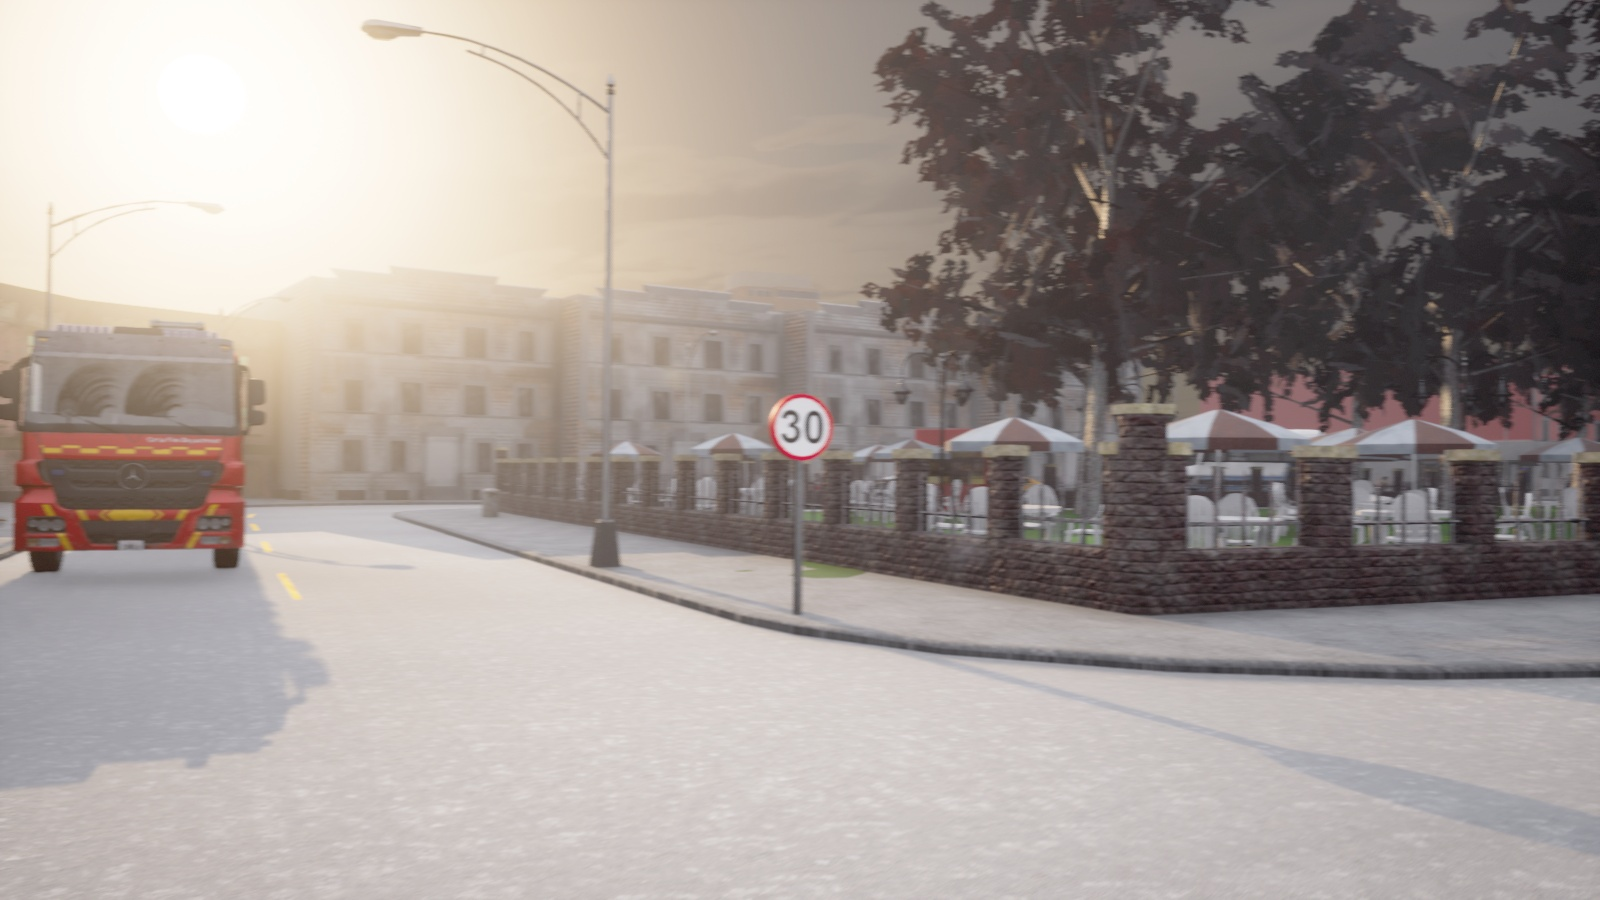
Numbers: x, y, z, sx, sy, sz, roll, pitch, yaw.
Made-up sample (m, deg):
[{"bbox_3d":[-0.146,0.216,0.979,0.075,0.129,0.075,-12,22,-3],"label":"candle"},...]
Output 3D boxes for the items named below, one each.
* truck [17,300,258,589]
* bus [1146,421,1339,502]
[{"bbox_3d":[-10.734,0.001,21.073,2.891,3.827,8.468,1,-1,-24],"label":"truck"},{"bbox_3d":[24.665,0.669,69.945,10.273,4.253,3.944,1,-1,-24],"label":"bus"}]
